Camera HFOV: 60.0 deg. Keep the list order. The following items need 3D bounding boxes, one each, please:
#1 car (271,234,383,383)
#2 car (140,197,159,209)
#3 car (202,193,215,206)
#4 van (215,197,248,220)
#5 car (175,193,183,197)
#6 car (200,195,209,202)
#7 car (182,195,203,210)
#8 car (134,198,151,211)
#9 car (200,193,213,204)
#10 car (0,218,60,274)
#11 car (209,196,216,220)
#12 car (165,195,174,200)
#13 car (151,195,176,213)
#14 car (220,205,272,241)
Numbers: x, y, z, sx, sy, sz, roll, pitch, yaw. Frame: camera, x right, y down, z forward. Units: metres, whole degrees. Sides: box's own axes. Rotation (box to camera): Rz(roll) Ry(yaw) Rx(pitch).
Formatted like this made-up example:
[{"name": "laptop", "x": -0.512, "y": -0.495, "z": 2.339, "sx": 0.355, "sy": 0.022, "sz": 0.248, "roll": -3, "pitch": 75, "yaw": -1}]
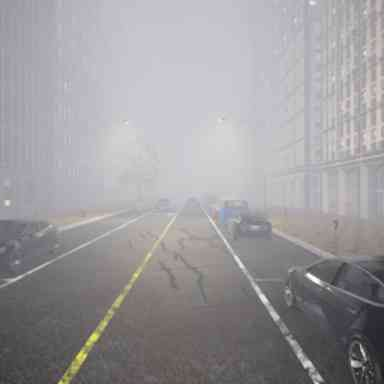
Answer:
[{"name": "car", "x": 2.692, "y": 1.557, "z": 4.860, "sx": 1.947, "sy": 1.339, "sz": 4.313, "roll": 0, "pitch": 0, "yaw": 0}, {"name": "car", "x": -5.692, "y": 1.451, "z": 44.716, "sx": 2.008, "sy": 1.369, "sz": 4.403, "roll": 0, "pitch": 0, "yaw": 0}, {"name": "car", "x": 2.689, "y": 1.200, "z": 50.397, "sx": 2.192, "sy": 1.841, "sz": 5.009, "roll": 0, "pitch": 0, "yaw": 0}, {"name": "van", "x": 2.691, "y": 1.299, "z": 21.937, "sx": 1.690, "sy": 1.788, "sz": 3.998, "roll": 0, "pitch": 0, "yaw": 0}, {"name": "car", "x": -3.008, "y": 1.076, "z": 78.180, "sx": 1.812, "sy": 1.442, "sz": 4.674, "roll": 0, "pitch": 0, "yaw": 0}, {"name": "car", "x": 2.686, "y": 1.341, "z": 73.335, "sx": 1.752, "sy": 1.417, "sz": 4.829, "roll": 0, "pitch": 0, "yaw": 0}, {"name": "car", "x": 0.096, "y": 1.387, "z": 41.121, "sx": 1.882, "sy": 1.535, "sz": 5.008, "roll": 0, "pitch": 0, "yaw": 0}, {"name": "car", "x": -5.692, "y": 1.441, "z": 38.853, "sx": 1.752, "sy": 1.417, "sz": 4.829, "roll": 0, "pitch": 0, "yaw": 0}, {"name": "car", "x": 2.688, "y": 1.167, "z": 61.781, "sx": 2.192, "sy": 1.841, "sz": 5.009, "roll": 0, "pitch": 0, "yaw": 0}, {"name": "car", "x": -5.690, "y": 1.547, "z": 10.560, "sx": 1.947, "sy": 1.339, "sz": 4.313, "roll": 0, "pitch": 0, "yaw": 0}, {"name": "car", "x": 2.690, "y": 1.384, "z": 27.629, "sx": 1.967, "sy": 1.590, "sz": 4.097, "roll": 0, "pitch": 0, "yaw": 0}, {"name": "car", "x": -5.696, "y": 1.360, "z": 84.561, "sx": 1.802, "sy": 1.307, "sz": 4.206, "roll": 0, "pitch": 0, "yaw": 0}, {"name": "car", "x": -3.098, "y": 1.428, "z": 36.725, "sx": 1.837, "sy": 1.490, "sz": 4.892, "roll": 0, "pitch": 0, "yaw": 0}, {"name": "car", "x": 2.691, "y": 1.536, "z": 16.244, "sx": 1.947, "sy": 1.339, "sz": 4.313, "roll": 0, "pitch": 0, "yaw": 0}]
